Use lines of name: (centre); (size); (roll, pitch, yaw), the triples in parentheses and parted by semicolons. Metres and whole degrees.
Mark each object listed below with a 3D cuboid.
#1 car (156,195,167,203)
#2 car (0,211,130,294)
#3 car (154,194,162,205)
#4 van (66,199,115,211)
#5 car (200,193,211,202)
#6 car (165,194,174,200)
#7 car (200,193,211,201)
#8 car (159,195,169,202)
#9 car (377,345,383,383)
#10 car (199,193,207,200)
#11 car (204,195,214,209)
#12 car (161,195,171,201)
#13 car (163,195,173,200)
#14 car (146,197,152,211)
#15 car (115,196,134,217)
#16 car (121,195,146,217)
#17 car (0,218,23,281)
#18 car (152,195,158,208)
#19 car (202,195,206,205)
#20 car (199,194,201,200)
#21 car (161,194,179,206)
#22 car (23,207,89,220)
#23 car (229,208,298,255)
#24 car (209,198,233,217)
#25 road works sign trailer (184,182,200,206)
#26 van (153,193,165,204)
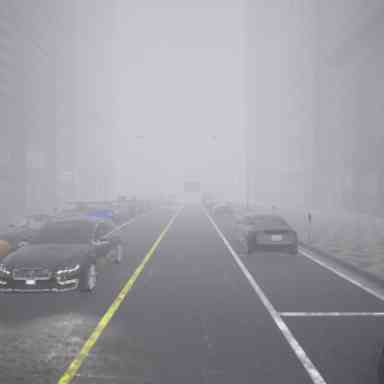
car: (-5.792, 1.320, 63.446); (1.752, 1.417, 4.829); (0, 0, 0)
car: (-3.105, 1.472, 8.830); (1.837, 1.490, 4.892); (0, 0, 0)
car: (-5.785, 1.393, 46.706); (2.008, 1.369, 4.403); (0, 0, 0)
van: (-5.774, 1.276, 18.522); (1.690, 1.788, 3.998); (0, 0, 0)
car: (2.730, 1.094, 69.258); (2.192, 1.841, 5.009); (0, 0, 0)
car: (-5.801, 1.291, 86.162); (2.008, 1.369, 4.403); (0, 0, 0)
car: (2.737, 1.265, 52.351); (1.967, 1.590, 4.097); (0, 0, 0)
car: (-5.794, 1.361, 69.253); (1.802, 1.307, 4.206); (0, 0, 0)
car: (2.758, 1.434, 1.623); (1.967, 1.590, 4.097); (0, 0, 0)
car: (2.724, 1.180, 86.167); (1.967, 1.590, 4.097); (0, 0, 0)
car: (2.743, 1.441, 41.078); (1.802, 1.307, 4.206); (0, 0, 0)
car: (-5.796, 1.332, 74.889); (1.947, 1.339, 4.313); (0, 0, 0)
car: (-5.799, 1.319, 80.525); (1.947, 1.339, 4.313); (0, 0, 0)
car: (-5.780, 1.444, 35.433); (1.947, 1.339, 4.313); (0, 0, 0)
car: (-5.776, 1.356, 24.159); (1.967, 1.590, 4.097); (0, 0, 0)
car: (-5.779, 1.212, 29.795); (2.192, 1.841, 5.009); (0, 0, 0)
car: (-5.769, 1.499, 7.080); (1.752, 1.417, 4.829); (0, 0, 0)
car: (-5.782, 1.426, 41.069); (1.947, 1.339, 4.313); (0, 0, 0)
car: (2.740, 1.424, 46.715); (1.802, 1.307, 4.206); (0, 0, 0)
car: (2.732, 1.109, 63.622); (2.192, 1.841, 5.009); (0, 0, 0)
car: (-3.096, 1.182, 50.817); (2.097, 1.767, 4.553); (0, 0, 0)
car: (-5.771, 1.504, 12.886); (2.008, 1.369, 4.403); (0, 0, 0)
car: (2.754, 1.519, 12.896); (1.947, 1.339, 4.313); (0, 0, 0)
car: (2.747, 1.479, 29.806); (1.802, 1.307, 4.206); (0, 0, 0)
road works sign trailer: (-0.020, 0.300, 48.599); (2.380, 3.560, 2.880); (0, 0, 0)
van: (-5.790, 1.150, 57.979); (1.690, 1.788, 3.998); (0, 0, 0)
